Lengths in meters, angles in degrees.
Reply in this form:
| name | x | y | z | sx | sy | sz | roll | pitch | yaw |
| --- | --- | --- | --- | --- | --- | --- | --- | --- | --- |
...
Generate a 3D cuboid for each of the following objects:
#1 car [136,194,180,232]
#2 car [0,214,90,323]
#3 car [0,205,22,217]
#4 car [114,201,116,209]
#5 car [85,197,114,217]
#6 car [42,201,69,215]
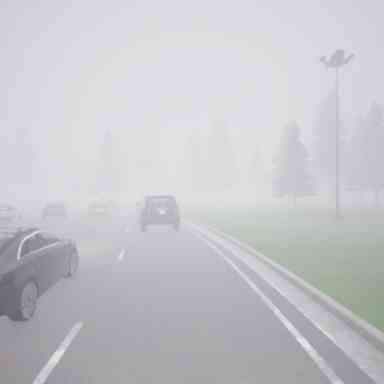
| name | x | y | z | sx | sy | sz | roll | pitch | yaw |
| --- | --- | --- | --- | --- | --- | --- | --- | --- | --- |
| car | -2.119 | 1.163 | 20.114 | 2.150 | 2.045 | 5.566 | 0 | 0 | -12 |
| car | -3.851 | 1.497 | 7.108 | 2.128 | 1.511 | 4.902 | 0 | 0 | -5 |
| car | -14.052 | 1.623 | 24.768 | 1.895 | 1.301 | 4.718 | -1 | 0 | -17 |
| car | -11.358 | 1.435 | 43.024 | 1.837 | 1.490 | 4.892 | 0 | 0 | -34 |
| car | -8.515 | 1.433 | 29.973 | 1.882 | 1.535 | 5.008 | 0 | 0 | -20 |
| car | -11.750 | 1.480 | 28.608 | 2.128 | 1.511 | 4.902 | 0 | 0 | -20 |
